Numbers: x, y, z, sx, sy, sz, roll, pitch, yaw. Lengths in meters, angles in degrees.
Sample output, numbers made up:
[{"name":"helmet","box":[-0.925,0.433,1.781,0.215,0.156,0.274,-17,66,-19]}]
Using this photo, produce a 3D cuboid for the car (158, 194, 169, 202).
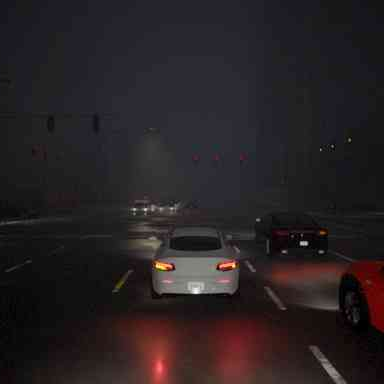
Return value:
[{"name":"car","box":[-6.688,1.340,78.238,2.097,1.767,4.553,0,0,1]}]

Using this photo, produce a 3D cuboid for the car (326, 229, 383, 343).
[{"name":"car","box":[3.601,1.352,3.966,2.097,1.767,4.553,0,0,0]}]

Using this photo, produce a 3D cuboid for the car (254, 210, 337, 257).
[{"name":"car","box":[3.647,1.478,13.005,1.882,1.535,5.008,0,0,2]}]

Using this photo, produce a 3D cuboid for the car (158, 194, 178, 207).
[{"name":"car","box":[-3.704,1.478,51.217,1.882,1.535,5.008,0,0,1]}]

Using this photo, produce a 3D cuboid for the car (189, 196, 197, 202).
[{"name":"car","box":[0.355,1.593,80.877,1.895,1.301,4.718,0,0,1]}]

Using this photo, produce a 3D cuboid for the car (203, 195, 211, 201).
[{"name":"car","box":[3.990,1.478,89.260,1.882,1.535,5.008,0,0,1]}]

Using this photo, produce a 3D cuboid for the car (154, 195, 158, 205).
[{"name":"car","box":[-7.093,1.491,58.090,2.128,1.511,4.902,0,0,1]}]

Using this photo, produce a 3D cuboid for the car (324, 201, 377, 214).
[{"name":"car","box":[16.411,1.601,34.676,4.718,1.301,1.895,0,0,0]}]

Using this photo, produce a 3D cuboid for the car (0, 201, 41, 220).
[{"name":"car","box":[-15.192,1.477,27.690,5.008,1.535,1.882,0,0,0]}]

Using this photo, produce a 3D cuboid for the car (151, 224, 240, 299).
[{"name":"car","box":[0.062,1.526,8.295,1.812,1.442,4.674,0,0,0]}]

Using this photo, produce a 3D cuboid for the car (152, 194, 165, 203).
[{"name":"car","box":[-6.862,1.352,68.149,2.097,1.767,4.553,0,0,1]}]

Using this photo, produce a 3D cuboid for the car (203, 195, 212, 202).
[{"name":"car","box":[3.828,1.478,79.146,1.882,1.535,5.008,0,0,1]}]

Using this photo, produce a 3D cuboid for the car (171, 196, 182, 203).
[{"name":"car","box":[-3.304,1.540,71.039,2.033,1.411,5.357,0,0,1]}]

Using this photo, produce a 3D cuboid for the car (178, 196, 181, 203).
[{"name":"car","box":[-3.544,1.505,60.444,1.837,1.490,4.892,0,0,1]}]

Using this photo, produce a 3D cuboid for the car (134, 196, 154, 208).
[{"name":"car","box":[-7.240,1.478,48.823,1.882,1.535,5.008,0,0,1]}]

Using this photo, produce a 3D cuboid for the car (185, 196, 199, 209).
[{"name":"car","box":[-0.033,1.601,45.556,1.895,1.301,4.718,0,0,0]}]
